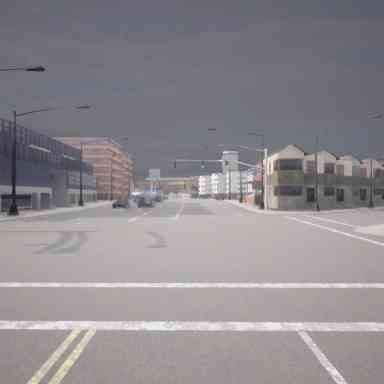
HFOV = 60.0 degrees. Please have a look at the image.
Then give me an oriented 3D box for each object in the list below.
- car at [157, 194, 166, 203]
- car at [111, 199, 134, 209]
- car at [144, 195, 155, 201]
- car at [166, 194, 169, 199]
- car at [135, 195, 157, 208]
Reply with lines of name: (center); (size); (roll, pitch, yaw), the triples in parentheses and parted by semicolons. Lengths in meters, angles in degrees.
car: (-6.872, 1.494, 66.264); (2.033, 1.411, 5.357); (0, 1, 1)
car: (-10.490, 1.752, 49.498); (2.033, 1.411, 5.357); (0, 0, 0)
car: (-10.324, 1.496, 81.024); (1.895, 1.301, 4.718); (0, 0, 0)
car: (-6.822, 1.263, 81.885); (2.097, 1.767, 4.553); (0, -1, 0)
car: (-6.984, 1.547, 50.912); (2.097, 1.767, 4.553); (0, 1, 0)
